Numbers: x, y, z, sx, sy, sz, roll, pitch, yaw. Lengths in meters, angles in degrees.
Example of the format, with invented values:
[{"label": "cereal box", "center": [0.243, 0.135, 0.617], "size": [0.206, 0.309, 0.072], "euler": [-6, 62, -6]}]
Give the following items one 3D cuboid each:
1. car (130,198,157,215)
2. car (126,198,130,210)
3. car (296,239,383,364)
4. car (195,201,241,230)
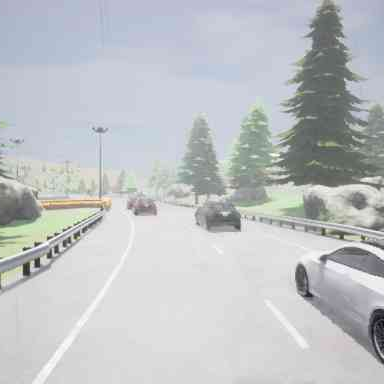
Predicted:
[{"label": "car", "center": [-4.821, 1.350, 33.537], "size": [2.097, 1.767, 4.553], "euler": [0, 0, -14]}, {"label": "car", "center": [-7.501, 1.503, 43.465], "size": [1.837, 1.490, 4.892], "euler": [0, 0, -16]}, {"label": "car", "center": [3.312, 1.525, 5.579], "size": [1.812, 1.442, 4.674], "euler": [0, 0, -3]}, {"label": "car", "center": [1.527, 1.351, 21.170], "size": [2.097, 1.767, 4.553], "euler": [0, 0, -10]}]
